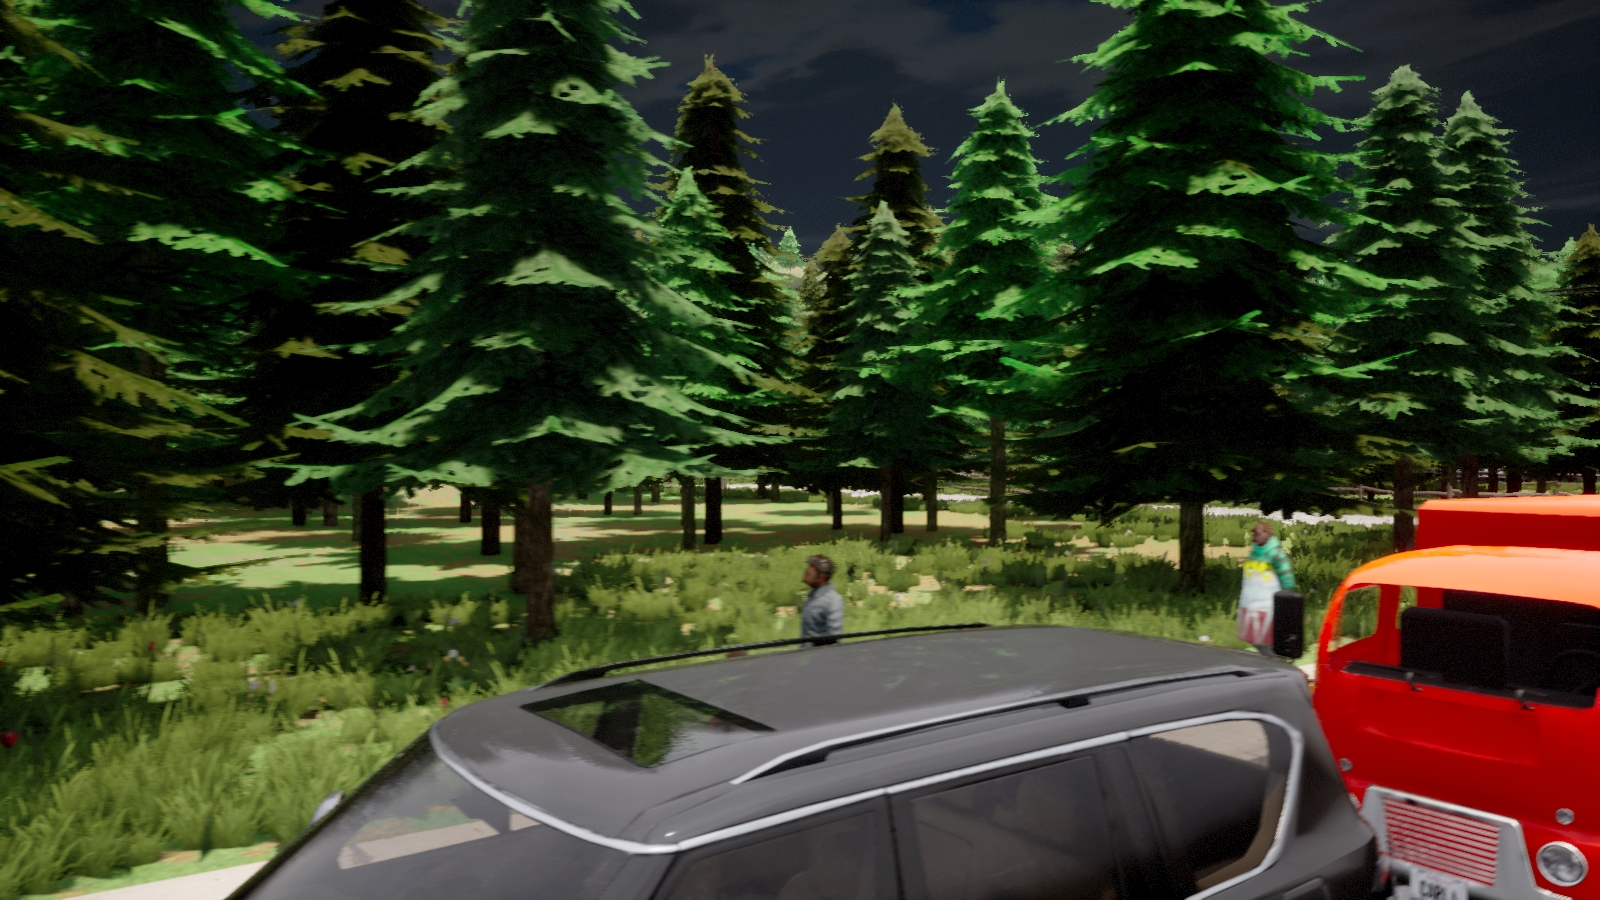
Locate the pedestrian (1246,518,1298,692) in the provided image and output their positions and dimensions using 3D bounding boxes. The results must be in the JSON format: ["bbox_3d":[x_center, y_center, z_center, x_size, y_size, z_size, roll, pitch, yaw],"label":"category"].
[{"bbox_3d":[5.215,1.694,12.631,0.375,1.860,0.375,0,0,-17],"label":"pedestrian"}]

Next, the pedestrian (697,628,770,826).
[{"bbox_3d":[-0.479,1.974,8.242,0.375,1.300,0.375,0,0,36],"label":"pedestrian"}]

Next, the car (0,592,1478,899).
[{"bbox_3d":[-0.334,1.780,3.614,5.566,2.045,2.150,0,0,-35],"label":"car"}]

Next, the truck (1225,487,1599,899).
[{"bbox_3d":[5.597,1.569,7.706,5.204,2.467,2.627,0,0,-35],"label":"truck"}]

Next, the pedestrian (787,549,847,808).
[{"bbox_3d":[0.125,1.695,8.602,0.375,1.860,0.375,0,0,-13],"label":"pedestrian"}]
